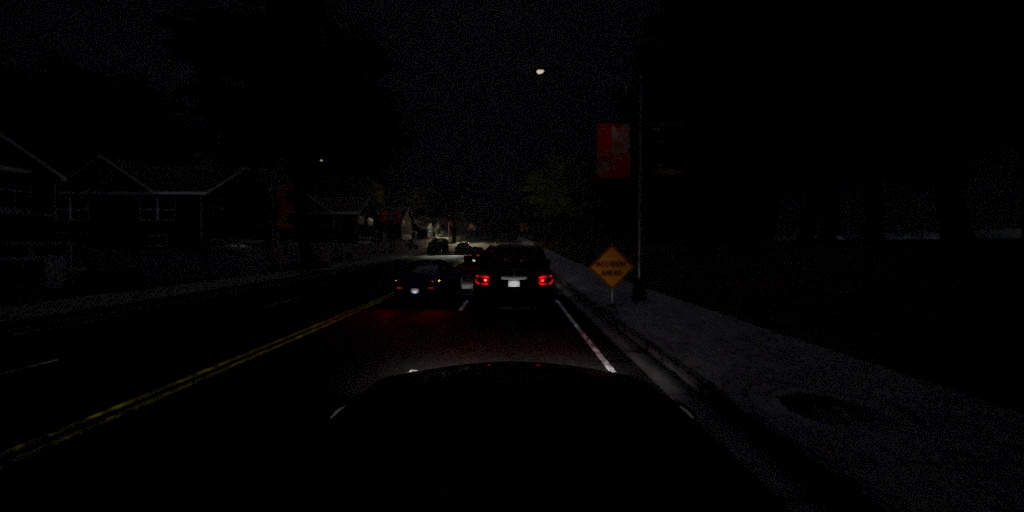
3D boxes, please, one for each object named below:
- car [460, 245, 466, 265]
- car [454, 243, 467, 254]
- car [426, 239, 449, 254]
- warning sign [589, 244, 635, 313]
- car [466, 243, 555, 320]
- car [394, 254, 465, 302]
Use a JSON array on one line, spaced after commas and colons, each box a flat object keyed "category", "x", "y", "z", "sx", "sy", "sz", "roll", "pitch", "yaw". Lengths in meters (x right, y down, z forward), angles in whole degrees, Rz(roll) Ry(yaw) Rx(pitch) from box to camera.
[{"category": "car", "x": -3.140, "y": -0.016, "z": 31.958, "sx": 1.837, "sy": 1.490, "sz": 4.892, "roll": 0, "pitch": 3, "yaw": 0}, {"category": "car", "x": -6.547, "y": -0.994, "z": 47.714, "sx": 1.837, "sy": 1.490, "sz": 4.892, "roll": 0, "pitch": 4, "yaw": 0}, {"category": "car", "x": -9.795, "y": -1.282, "z": 47.814, "sx": 2.150, "sy": 2.045, "sz": 5.566, "roll": 0, "pitch": 3, "yaw": 0}, {"category": "warning sign", "x": 2.858, "y": 0.593, "z": 10.275, "sx": 1.300, "sy": 1.860, "sz": 1.060, "roll": 0, "pitch": 0, "yaw": 0}, {"category": "car", "x": 0.070, "y": 0.660, "z": 11.293, "sx": 2.150, "sy": 2.045, "sz": 5.566, "roll": 0, "pitch": 2, "yaw": 0}, {"category": "car", "x": -3.162, "y": 0.861, "z": 14.019, "sx": 1.812, "sy": 1.442, "sz": 4.674, "roll": 0, "pitch": 2, "yaw": 0}]
